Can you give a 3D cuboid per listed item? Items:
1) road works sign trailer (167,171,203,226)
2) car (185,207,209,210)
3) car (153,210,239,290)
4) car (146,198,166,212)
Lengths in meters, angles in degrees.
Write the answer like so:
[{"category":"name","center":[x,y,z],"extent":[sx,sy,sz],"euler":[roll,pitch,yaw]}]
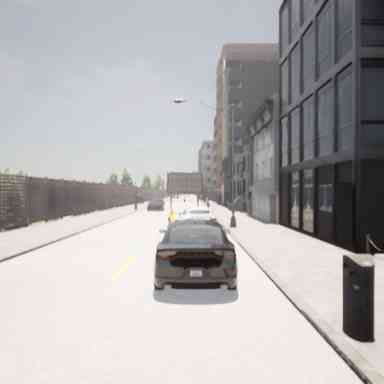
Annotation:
[{"category":"road works sign trailer","center":[-0.524,0.459,21.967],"extent":[2.380,3.560,2.880],"euler":[0,0,-15]},{"category":"car","center":[0.262,1.538,18.444],"extent":[1.812,1.442,4.674],"euler":[-1,-1,-6]},{"category":"car","center":[0.081,1.476,9.109],"extent":[1.882,1.535,5.008],"euler":[0,0,0]},{"category":"car","center":[-4.179,1.496,39.193],"extent":[1.837,1.490,4.892],"euler":[0,0,0]}]
